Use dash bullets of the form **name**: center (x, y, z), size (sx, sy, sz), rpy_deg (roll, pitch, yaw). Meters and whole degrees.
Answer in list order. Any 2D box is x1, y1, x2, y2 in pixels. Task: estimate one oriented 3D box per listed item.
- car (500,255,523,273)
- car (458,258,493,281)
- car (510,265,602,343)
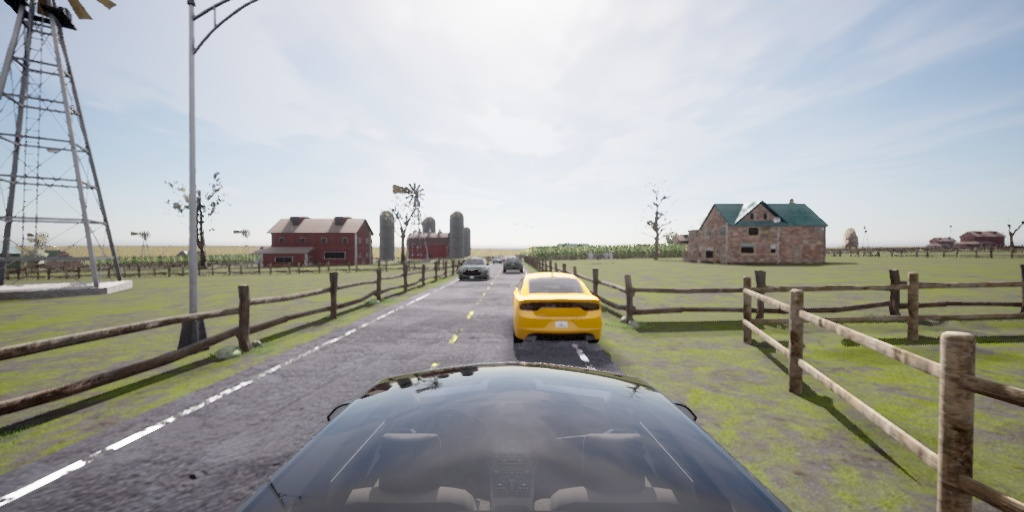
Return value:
- **car**: center (0.113, 0.846, 38.919), size (2.097, 1.767, 4.553), rpy_deg (0, 1, 0)
- **car**: center (-2.824, 0.918, 27.600), size (2.097, 1.767, 4.553), rpy_deg (0, 0, 0)
- **car**: center (0.971, 1.171, 9.484), size (1.882, 1.535, 5.008), rpy_deg (0, 0, 0)
